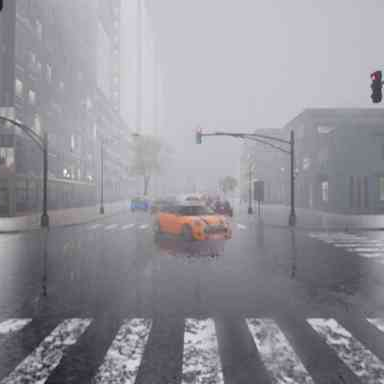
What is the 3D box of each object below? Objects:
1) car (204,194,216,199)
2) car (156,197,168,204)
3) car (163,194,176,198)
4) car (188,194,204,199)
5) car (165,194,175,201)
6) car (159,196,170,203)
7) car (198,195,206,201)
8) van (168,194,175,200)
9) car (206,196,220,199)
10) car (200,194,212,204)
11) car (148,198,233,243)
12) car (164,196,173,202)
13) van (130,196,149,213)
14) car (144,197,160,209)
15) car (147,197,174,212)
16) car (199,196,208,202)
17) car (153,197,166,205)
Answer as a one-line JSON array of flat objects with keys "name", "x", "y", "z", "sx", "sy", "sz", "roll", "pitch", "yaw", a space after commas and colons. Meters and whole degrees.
[{"name": "car", "x": 2.667, "y": 1.340, "z": 42.454, "sx": 2.192, "sy": 1.841, "sz": 5.009, "roll": 1, "pitch": 0, "yaw": 0}, {"name": "car", "x": -5.740, "y": 1.602, "z": 65.103, "sx": 1.947, "sy": 1.339, "sz": 4.313, "roll": 1, "pitch": 0, "yaw": 0}, {"name": "car", "x": -3.136, "y": 1.380, "z": 50.247, "sx": 2.097, "sy": 1.767, "sz": 4.553, "roll": 0, "pitch": 0, "yaw": 0}, {"name": "car", "x": 0.060, "y": 1.376, "z": 42.400, "sx": 2.097, "sy": 1.767, "sz": 4.553, "roll": 0, "pitch": 0, "yaw": 0}, {"name": "car", "x": -5.757, "y": 1.362, "z": 87.799, "sx": 2.192, "sy": 1.841, "sz": 5.009, "roll": 1, "pitch": 0, "yaw": 0}, {"name": "car", "x": -5.745, "y": 1.605, "z": 70.777, "sx": 1.947, "sy": 1.339, "sz": 4.313, "roll": 1, "pitch": 0, "yaw": 0}, {"name": "car", "x": 2.620, "y": 1.487, "z": 87.845, "sx": 1.967, "sy": 1.590, "sz": 4.097, "roll": 1, "pitch": 0, "yaw": 0}, {"name": "van", "x": -5.763, "y": 1.391, "z": 93.473, "sx": 1.690, "sy": 1.788, "sz": 3.998, "roll": 1, "pitch": 0, "yaw": 0}, {"name": "car", "x": 2.675, "y": 1.459, "z": 31.106, "sx": 1.967, "sy": 1.590, "sz": 4.097, "roll": 1, "pitch": 0, "yaw": 0}, {"name": "car", "x": 2.645, "y": 1.351, "z": 65.150, "sx": 2.192, "sy": 1.841, "sz": 5.009, "roll": 1, "pitch": 0, "yaw": 0}, {"name": "car", "x": -0.098, "y": 1.362, "z": 16.286, "sx": 2.097, "sy": 1.767, "sz": 4.553, "roll": 0, "pitch": 0, "yaw": -32}, {"name": "car", "x": -5.756, "y": 1.595, "z": 82.125, "sx": 2.008, "sy": 1.369, "sz": 4.403, "roll": 1, "pitch": 0, "yaw": 0}, {"name": "van", "x": -5.708, "y": 1.363, "z": 36.733, "sx": 1.690, "sy": 1.788, "sz": 3.998, "roll": 1, "pitch": 0, "yaw": 0}, {"name": "car", "x": -5.722, "y": 1.553, "z": 47.911, "sx": 1.752, "sy": 1.417, "sz": 4.829, "roll": 1, "pitch": 0, "yaw": 0}, {"name": "car", "x": -3.132, "y": 1.526, "z": 33.889, "sx": 1.837, "sy": 1.490, "sz": 4.892, "roll": 0, "pitch": 0, "yaw": 0}, {"name": "car", "x": 2.629, "y": 1.607, "z": 76.498, "sx": 1.947, "sy": 1.339, "sz": 4.313, "roll": 1, "pitch": 0, "yaw": 0}, {"name": "car", "x": -5.734, "y": 1.615, "z": 59.429, "sx": 1.802, "sy": 1.307, "sz": 4.206, "roll": 1, "pitch": 0, "yaw": 0}]
